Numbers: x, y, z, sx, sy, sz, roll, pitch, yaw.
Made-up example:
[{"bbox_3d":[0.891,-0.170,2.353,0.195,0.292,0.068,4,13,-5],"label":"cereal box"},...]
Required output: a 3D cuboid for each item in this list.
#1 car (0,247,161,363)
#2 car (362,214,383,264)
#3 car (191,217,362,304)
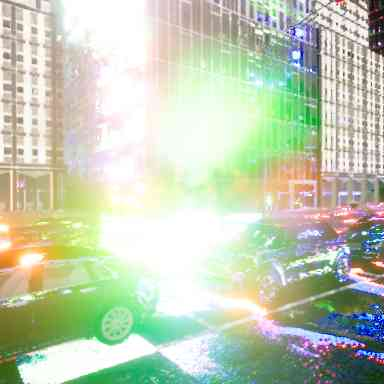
[{"bbox_3d":[-2.559,1.546,4.735,4.403,1.369,2.008,-1,0,-35],"label":"car"},{"bbox_3d":[6.449,1.459,11.160,4.403,1.369,2.008,-1,0,-35],"label":"car"},{"bbox_3d":[1.945,1.392,7.947,4.097,1.590,1.967,-1,0,-35],"label":"car"}]
